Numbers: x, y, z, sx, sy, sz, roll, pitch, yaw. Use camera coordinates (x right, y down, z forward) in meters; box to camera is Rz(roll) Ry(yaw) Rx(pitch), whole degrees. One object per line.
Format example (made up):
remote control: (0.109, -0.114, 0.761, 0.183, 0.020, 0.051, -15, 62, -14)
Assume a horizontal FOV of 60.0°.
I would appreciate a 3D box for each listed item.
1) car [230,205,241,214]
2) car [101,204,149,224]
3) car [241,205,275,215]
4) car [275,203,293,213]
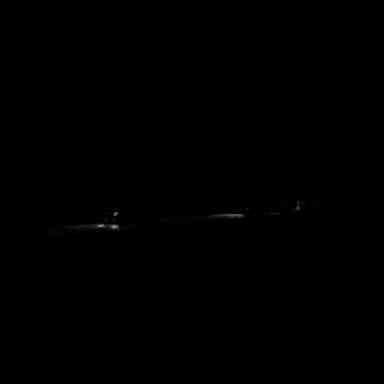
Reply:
car: (7.431, 2.565, 49.157, 1.895, 1.301, 4.718, 0, -1, 36)
car: (-6.045, 1.931, 30.390, 2.097, 1.767, 4.553, 0, -1, 36)
car: (9.439, 2.492, 47.079, 2.033, 1.411, 5.357, 0, -1, 36)
car: (15.177, 2.611, 55.194, 1.837, 1.490, 4.892, 0, -1, 36)
